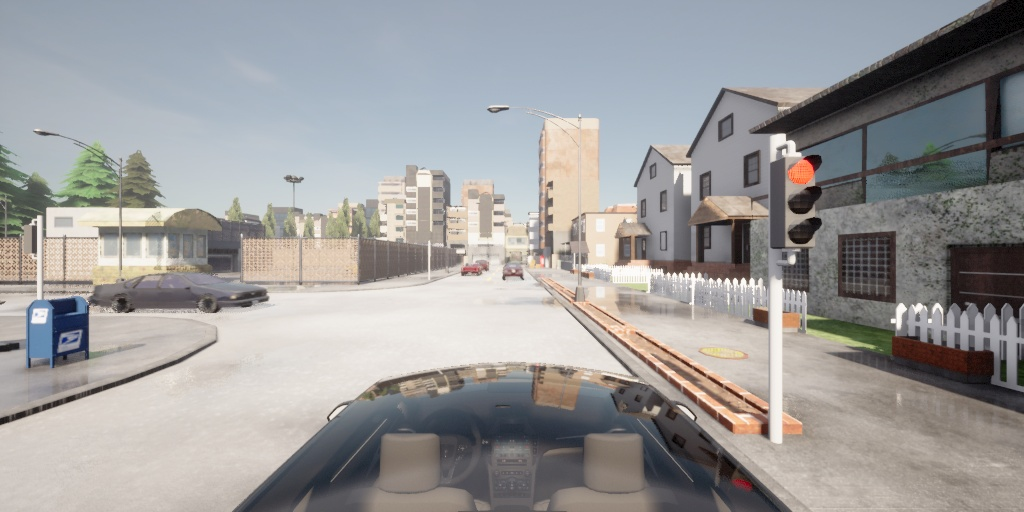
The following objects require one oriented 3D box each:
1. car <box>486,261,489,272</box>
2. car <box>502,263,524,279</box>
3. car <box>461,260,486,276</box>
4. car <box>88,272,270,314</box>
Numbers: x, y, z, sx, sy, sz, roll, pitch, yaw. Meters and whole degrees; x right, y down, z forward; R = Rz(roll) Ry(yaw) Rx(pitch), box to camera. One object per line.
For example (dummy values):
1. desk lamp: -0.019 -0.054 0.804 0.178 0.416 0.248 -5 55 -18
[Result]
1. car: -4.112 1.227 47.681 1.882 1.535 5.008 0 0 0
2. car: 0.100 1.297 32.115 2.033 1.411 5.357 0 0 0
3. car: -4.121 1.351 37.175 1.895 1.301 4.718 0 0 0
4. car: -12.069 1.297 13.172 5.357 1.411 2.033 0 0 0
